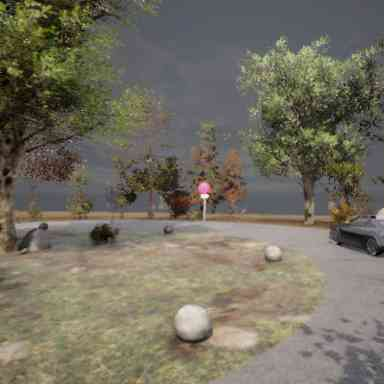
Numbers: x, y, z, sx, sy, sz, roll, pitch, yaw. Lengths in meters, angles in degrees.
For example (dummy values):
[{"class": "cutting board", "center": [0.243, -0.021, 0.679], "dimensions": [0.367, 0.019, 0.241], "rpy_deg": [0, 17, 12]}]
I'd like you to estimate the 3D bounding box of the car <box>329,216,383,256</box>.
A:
[{"class": "car", "center": [7.352, 1.650, 13.525], "dimensions": [1.994, 1.385, 4.181], "rpy_deg": [0, 0, -4]}]
